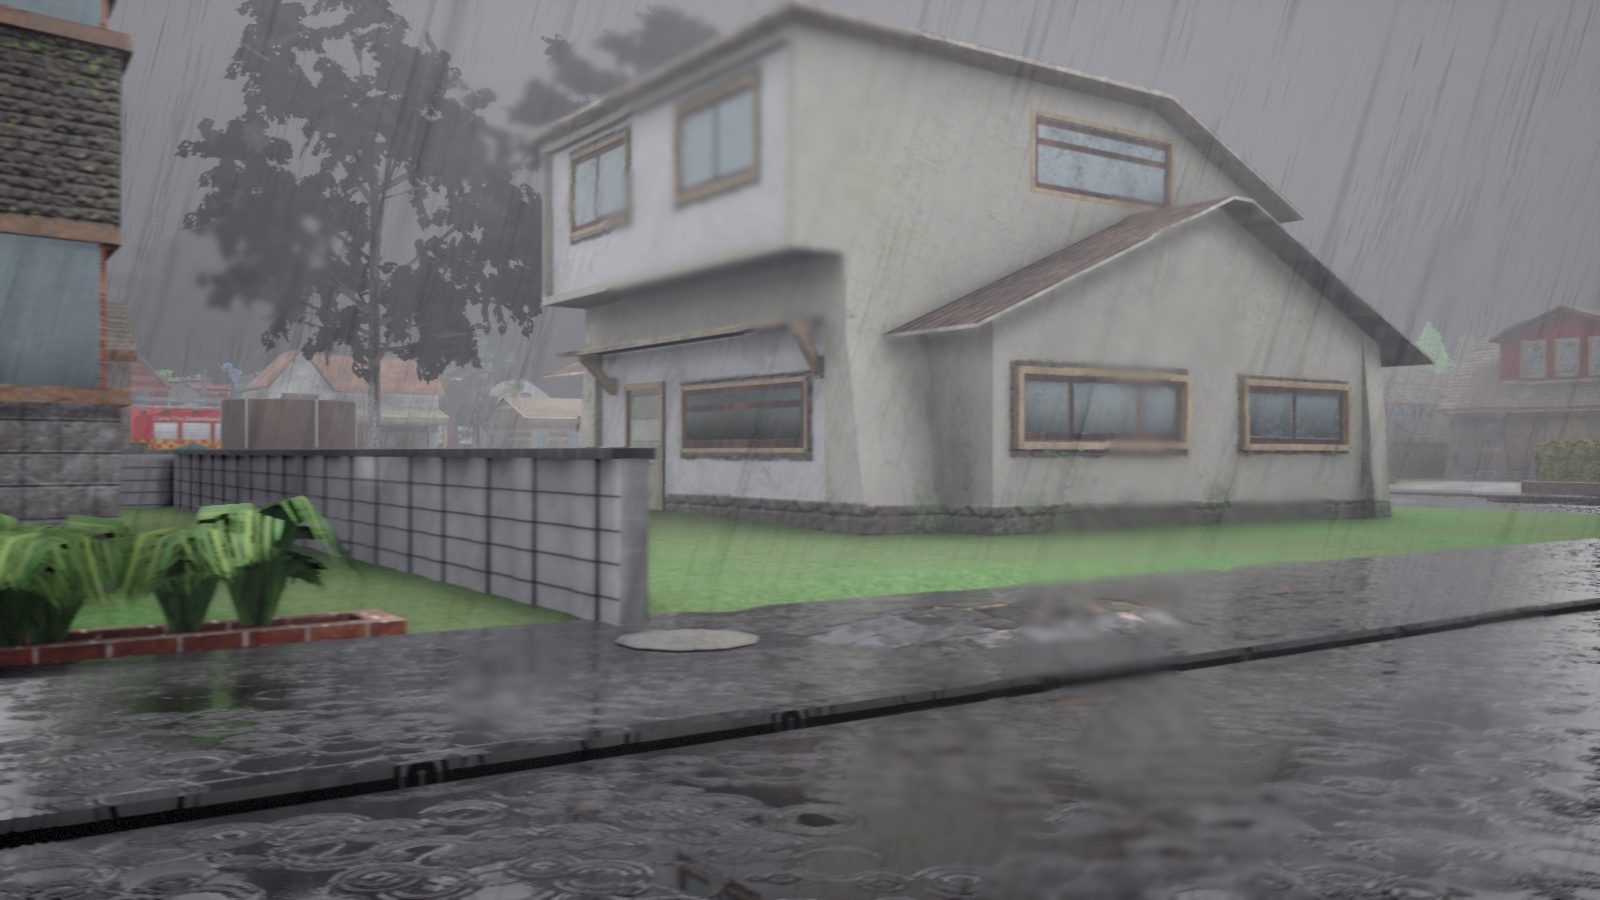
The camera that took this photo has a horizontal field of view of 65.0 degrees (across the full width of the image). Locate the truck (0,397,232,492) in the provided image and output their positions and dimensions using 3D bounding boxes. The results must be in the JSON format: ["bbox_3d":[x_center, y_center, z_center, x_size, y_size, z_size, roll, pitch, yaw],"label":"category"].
[{"bbox_3d":[-29.288,-0.226,53.974,8.468,3.827,2.891,0,0,-35],"label":"truck"}]
